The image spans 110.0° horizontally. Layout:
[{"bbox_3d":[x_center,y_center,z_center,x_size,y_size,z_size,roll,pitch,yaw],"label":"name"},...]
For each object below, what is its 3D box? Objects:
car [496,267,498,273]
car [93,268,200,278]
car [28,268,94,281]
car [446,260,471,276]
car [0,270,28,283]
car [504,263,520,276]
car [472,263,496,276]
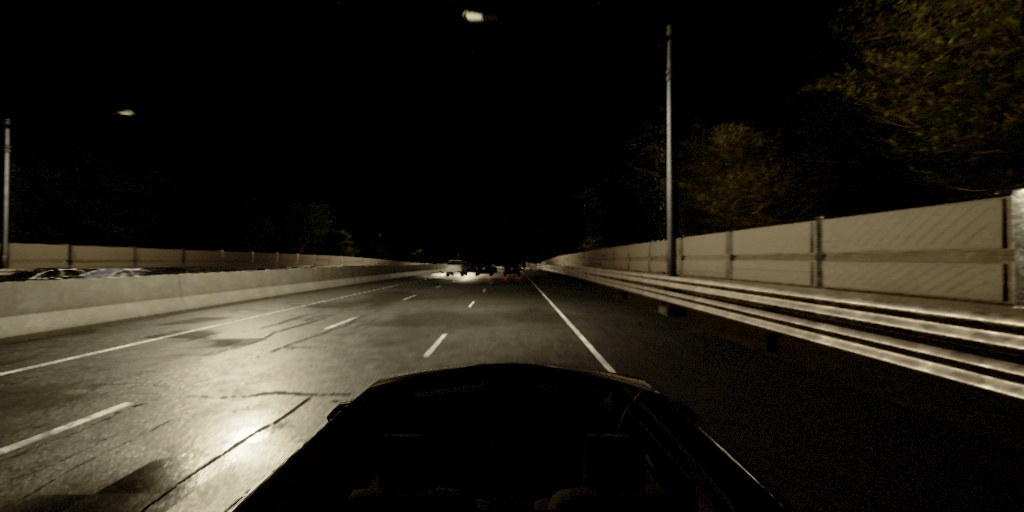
[{"bbox_3d":[-3.467,2.193,60.736,1.895,1.301,4.718,0,-1,1],"label":"car"},{"bbox_3d":[-17.591,1.401,18.283,1.812,1.442,4.674,0,-1,0],"label":"car"},{"bbox_3d":[-21.091,1.374,18.962,2.128,1.511,4.902,0,-1,0],"label":"car"},{"bbox_3d":[-7.001,1.523,45.771,2.150,2.045,5.566,0,-1,0],"label":"car"},{"bbox_3d":[-24.588,1.386,18.810,1.837,1.490,4.892,0,-1,0],"label":"car"},{"bbox_3d":[0.001,1.663,46.309,2.097,1.767,4.553,0,-1,0],"label":"car"},{"bbox_3d":[-3.500,1.663,46.279,2.097,1.767,4.553,0,-1,0],"label":"car"}]
